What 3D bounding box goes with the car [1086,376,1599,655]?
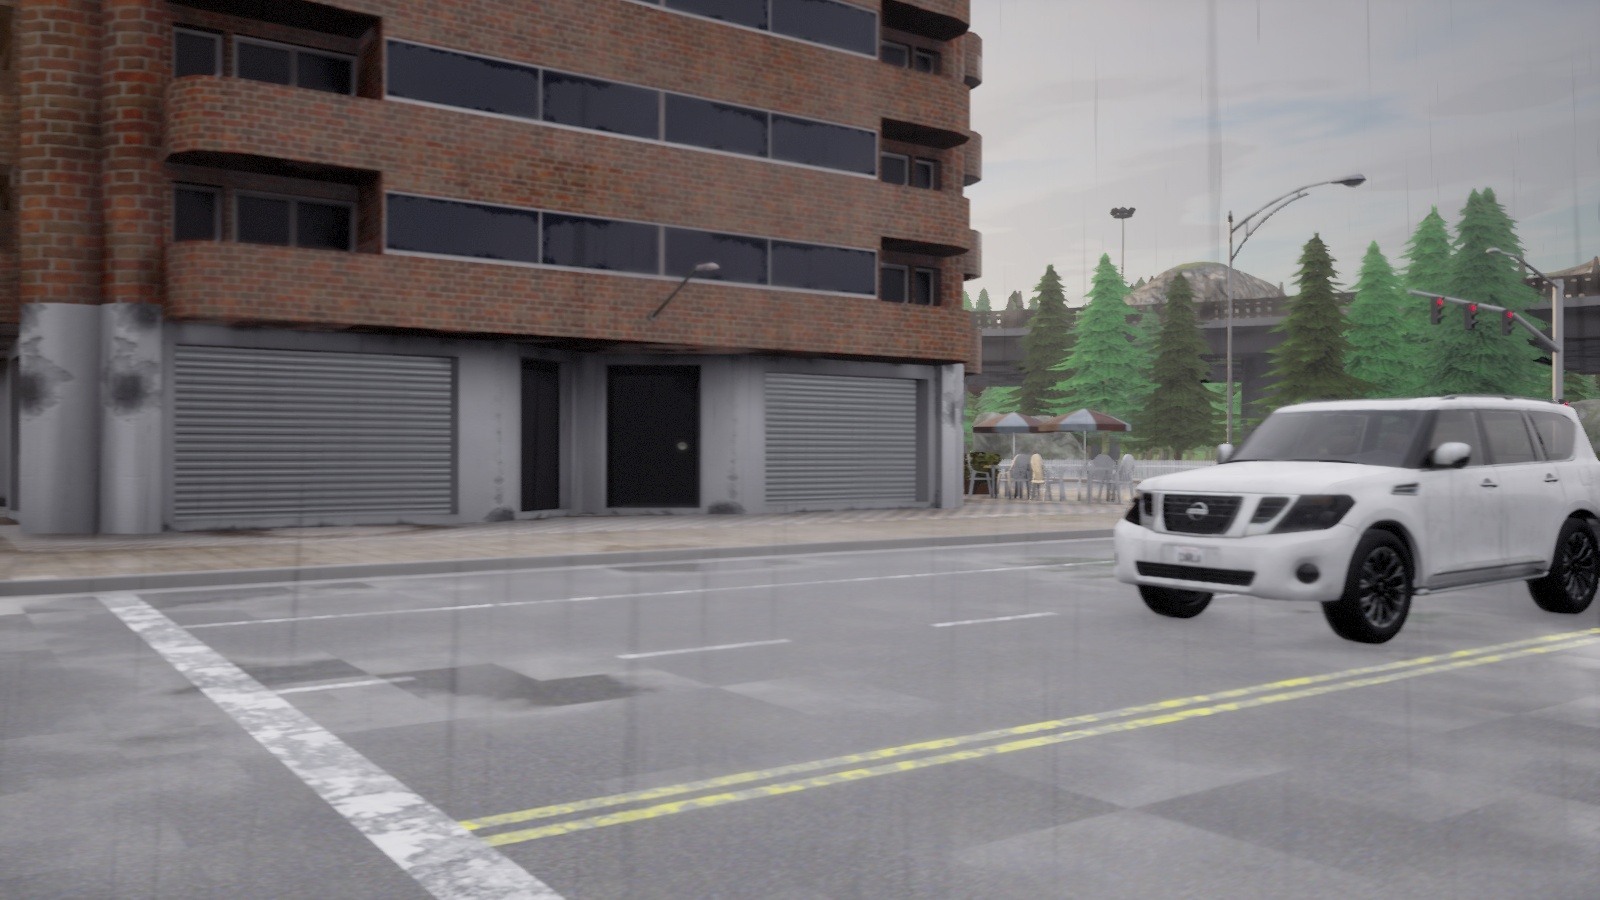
[{"bbox_3d":[5.398,0.481,11.680,5.566,2.045,2.150,0,0,-35],"label":"car"}]
